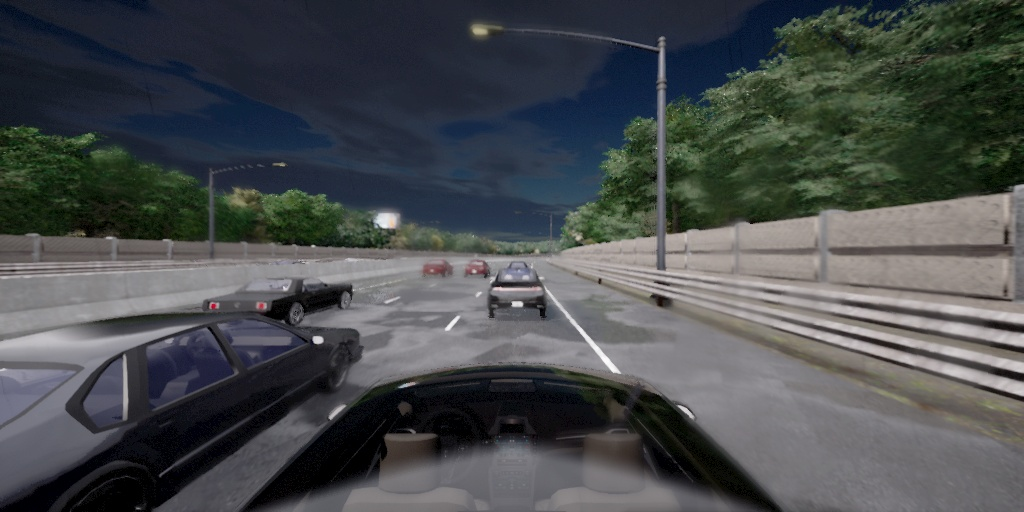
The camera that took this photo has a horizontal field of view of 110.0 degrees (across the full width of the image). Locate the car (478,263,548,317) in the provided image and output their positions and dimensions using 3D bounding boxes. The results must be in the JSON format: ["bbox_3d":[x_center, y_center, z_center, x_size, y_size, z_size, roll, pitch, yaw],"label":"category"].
[{"bbox_3d":[0.188,1.160,12.740,2.128,1.511,4.902,0,0,1],"label":"car"}]

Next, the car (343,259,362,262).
[{"bbox_3d":[-16.914,1.054,37.860,1.812,1.442,4.674,0,0,2],"label":"car"}]

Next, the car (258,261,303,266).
[{"bbox_3d":[-20.595,1.107,32.922,1.994,1.385,4.181,0,0,2],"label":"car"}]

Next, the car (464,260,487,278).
[{"bbox_3d":[-2.953,1.092,31.418,1.812,1.442,4.674,0,0,2],"label":"car"}]

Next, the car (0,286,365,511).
[{"bbox_3d":[-3.388,1.282,3.524,2.033,1.411,5.357,0,0,0],"label":"car"}]

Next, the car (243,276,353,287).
[{"bbox_3d":[-6.832,1.275,11.265,1.895,1.301,4.718,0,0,1],"label":"car"}]

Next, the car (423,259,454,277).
[{"bbox_3d":[-6.445,1.039,31.710,1.882,1.535,5.008,0,0,2],"label":"car"}]

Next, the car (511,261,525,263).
[{"bbox_3d":[0.525,1.137,30.457,1.994,1.385,4.181,0,0,2],"label":"car"}]
